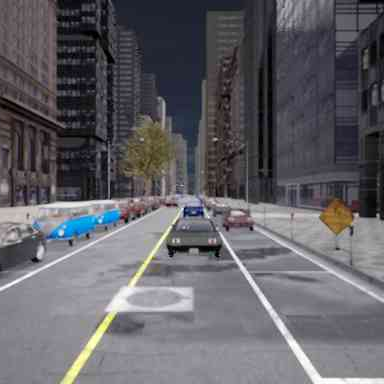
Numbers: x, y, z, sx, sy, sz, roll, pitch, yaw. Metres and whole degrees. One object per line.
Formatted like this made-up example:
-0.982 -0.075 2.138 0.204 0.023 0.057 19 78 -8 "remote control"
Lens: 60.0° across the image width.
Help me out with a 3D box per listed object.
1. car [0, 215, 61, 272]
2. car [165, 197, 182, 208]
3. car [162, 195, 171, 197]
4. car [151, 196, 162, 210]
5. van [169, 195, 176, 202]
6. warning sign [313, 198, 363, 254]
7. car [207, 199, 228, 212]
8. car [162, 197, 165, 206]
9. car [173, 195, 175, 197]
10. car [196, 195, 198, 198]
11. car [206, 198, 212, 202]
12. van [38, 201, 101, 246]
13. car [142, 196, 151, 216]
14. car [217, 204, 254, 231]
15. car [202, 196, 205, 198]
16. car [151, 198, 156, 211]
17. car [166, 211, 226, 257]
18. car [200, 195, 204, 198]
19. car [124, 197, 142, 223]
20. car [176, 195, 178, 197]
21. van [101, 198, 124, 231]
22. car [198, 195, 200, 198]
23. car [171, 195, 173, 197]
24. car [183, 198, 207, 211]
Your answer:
-5.743 1.593 9.599 2.008 1.369 4.403 0 0 0 "car"
-2.960 1.825 51.485 1.895 1.301 4.718 0 0 0 "car"
-5.621 1.583 60.696 2.192 1.841 5.009 0 0 0 "car"
-5.661 1.504 43.664 2.192 1.841 5.009 0 0 0 "car"
-5.539 1.776 94.760 1.690 1.788 3.998 0 0 0 "van"
5.094 1.166 11.734 1.300 1.860 1.060 0 0 0 "warning sign"
2.837 1.690 32.295 2.008 1.369 4.403 0 0 0 "car"
-5.648 1.766 49.341 2.008 1.369 4.403 0 0 0 "car"
-5.580 1.932 77.727 1.802 1.307 4.206 0 0 0 "car"
2.986 1.985 94.748 2.008 1.369 4.403 0 0 0 "car"
2.864 1.771 43.650 1.802 1.307 4.206 0 0 0 "car"
-5.729 1.407 15.278 1.690 1.788 3.998 0 0 0 "van"
-5.689 1.455 32.310 2.192 1.841 5.009 0 0 0 "car"
2.810 1.672 20.940 1.802 1.307 4.206 0 0 0 "car"
2.891 1.822 55.005 1.802 1.307 4.206 0 0 0 "car"
-5.675 1.730 37.986 1.947 1.339 4.313 0 0 0 "car"
0.092 1.658 13.206 1.895 1.301 4.718 0 0 1 "car"
2.904 1.707 60.683 1.967 1.590 4.097 0 0 0 "car"
-5.702 1.430 26.633 2.192 1.841 5.009 0 0 0 "car"
-5.553 1.721 89.083 2.192 1.841 5.009 0 0 0 "car"
-5.716 1.432 20.955 1.690 1.788 3.998 0 0 0 "van"
2.945 1.901 77.715 2.008 1.369 4.403 0 0 0 "car"
-5.594 1.847 71.880 1.752 1.417 4.829 0 0 0 "car"
0.150 1.612 31.184 1.882 1.535 5.008 0 0 0 "car"
